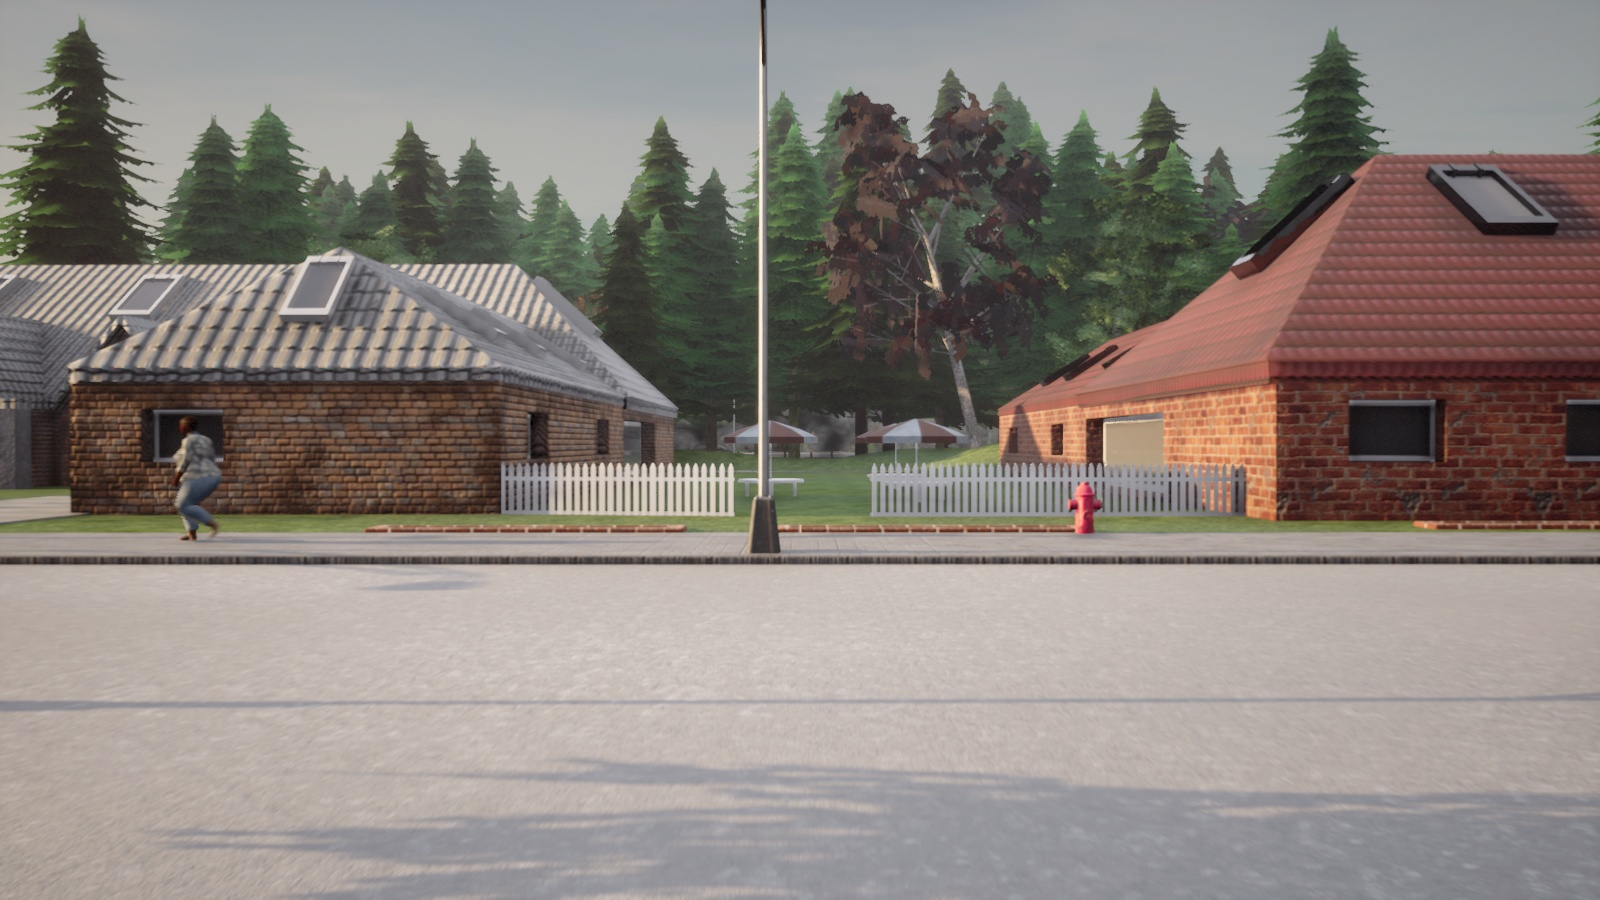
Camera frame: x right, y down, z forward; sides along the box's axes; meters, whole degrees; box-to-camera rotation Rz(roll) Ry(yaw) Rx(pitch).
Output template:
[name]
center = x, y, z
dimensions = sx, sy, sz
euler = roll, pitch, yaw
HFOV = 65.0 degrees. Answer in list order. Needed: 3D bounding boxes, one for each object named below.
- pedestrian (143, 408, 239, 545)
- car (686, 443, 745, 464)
[pedestrian]
center = -8.449, 0.352, 17.456
dimensions = 0.900, 1.855, 0.874
euler = 0, 0, 0
[car]
center = -6.154, 0.249, 91.541
dimensions = 4.193, 1.474, 1.816
euler = 0, 0, 0
